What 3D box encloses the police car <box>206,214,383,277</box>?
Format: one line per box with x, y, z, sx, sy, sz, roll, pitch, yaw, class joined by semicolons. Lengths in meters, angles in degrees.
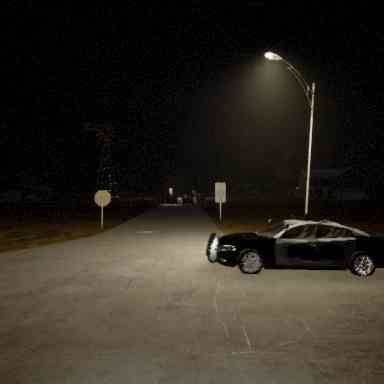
3.071;1.490;9.858;5.238;1.638;1.930;1;-1;-1;police car

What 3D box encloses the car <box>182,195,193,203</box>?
-0.816;1.341;64.778;2.033;1.411;5.357;0;0;-1;car

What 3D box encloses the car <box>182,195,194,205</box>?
-0.685;1.337;54.342;2.128;1.511;4.902;0;0;-1;car

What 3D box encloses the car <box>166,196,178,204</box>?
-3.492;1.369;58.904;2.033;1.411;5.357;0;0;-1;car
